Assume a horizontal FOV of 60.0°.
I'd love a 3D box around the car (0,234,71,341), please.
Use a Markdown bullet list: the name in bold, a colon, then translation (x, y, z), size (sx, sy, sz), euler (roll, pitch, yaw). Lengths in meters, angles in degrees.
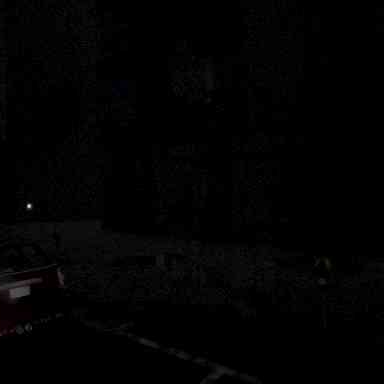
- **car**: translation (-4.007, 1.440, 5.826), size (4.097, 1.590, 1.967), euler (0, 0, 36)
